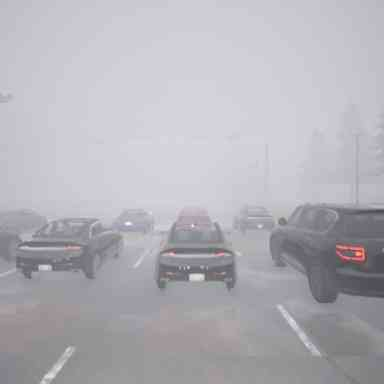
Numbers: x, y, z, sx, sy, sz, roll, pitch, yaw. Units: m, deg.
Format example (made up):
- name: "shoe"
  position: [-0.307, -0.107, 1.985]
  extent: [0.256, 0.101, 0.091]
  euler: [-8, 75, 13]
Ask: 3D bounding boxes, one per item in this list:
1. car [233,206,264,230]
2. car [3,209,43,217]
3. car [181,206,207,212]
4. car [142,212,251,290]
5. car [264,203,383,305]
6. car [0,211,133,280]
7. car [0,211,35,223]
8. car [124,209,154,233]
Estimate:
- name: "car"
  position: [3.594, 1.611, 19.967]
  extent: [2.128, 1.511, 4.902]
  euler: [0, 0, 0]
- name: "car"
  position: [-10.405, 1.682, 19.949]
  extent: [1.994, 1.385, 4.181]
  euler: [0, 0, 0]
- name: "car"
  position: [0.093, 1.595, 19.912]
  extent: [1.882, 1.535, 5.008]
  euler: [0, 0, 0]
- name: "car"
  position: [0.094, 1.548, 9.249]
  extent: [2.128, 1.511, 4.902]
  euler: [0, 0, 0]
- name: "car"
  position: [3.600, 1.271, 8.399]
  extent: [2.150, 2.045, 5.566]
  euler: [0, 0, -1]
- name: "car"
  position: [-3.412, 1.552, 10.149]
  extent: [2.128, 1.511, 4.902]
  euler: [0, 0, 0]
- name: "car"
  position: [-6.913, 1.550, 9.764]
  extent: [2.128, 1.511, 4.902]
  euler: [0, 0, 0]
- name: "car"
  position: [-3.407, 1.682, 19.887]
  extent: [1.994, 1.385, 4.181]
  euler: [0, 0, 0]
